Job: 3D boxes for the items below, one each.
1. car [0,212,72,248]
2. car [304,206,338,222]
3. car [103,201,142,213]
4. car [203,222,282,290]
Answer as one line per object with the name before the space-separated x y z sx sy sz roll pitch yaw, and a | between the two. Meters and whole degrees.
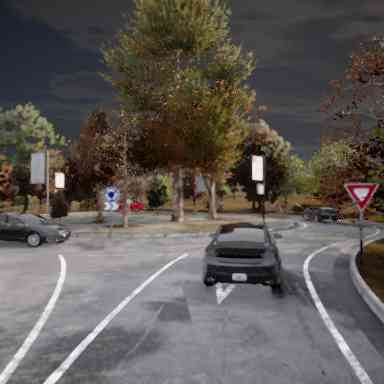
car | -8.205 1.767 16.155 4.892 1.490 1.837 0 -1 18
car | 12.595 2.149 32.731 1.837 1.490 4.892 1 -1 0
car | -9.907 2.026 47.597 5.566 2.045 2.150 1 -2 -19
car | 1.482 1.621 9.478 1.837 1.490 4.892 0 -1 11
